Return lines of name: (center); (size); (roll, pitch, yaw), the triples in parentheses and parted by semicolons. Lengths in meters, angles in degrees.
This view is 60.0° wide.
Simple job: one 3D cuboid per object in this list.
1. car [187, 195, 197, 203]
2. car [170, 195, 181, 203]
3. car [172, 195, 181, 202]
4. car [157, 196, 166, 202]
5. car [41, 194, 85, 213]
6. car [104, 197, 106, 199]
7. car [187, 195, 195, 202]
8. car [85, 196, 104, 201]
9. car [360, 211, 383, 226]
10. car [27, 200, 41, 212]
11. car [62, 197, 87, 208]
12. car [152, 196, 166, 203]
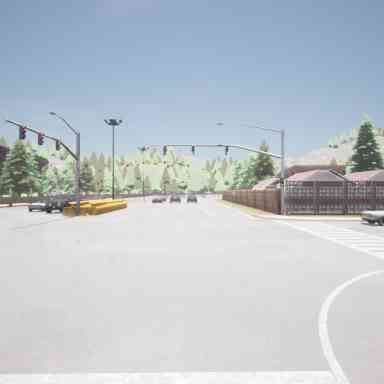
car: (-0.001, 1.352, 69.678); (2.097, 1.767, 4.553); (0, 0, 0)
car: (-3.514, 1.354, 69.946); (2.097, 1.767, 4.553); (0, 0, 0)
car: (-3.615, 1.480, 79.893); (1.882, 1.535, 5.008); (0, 0, 1)
car: (-7.113, 1.598, 77.923); (1.895, 1.301, 4.718); (0, 0, 0)
car: (-14.144, 1.226, 36.810); (2.150, 2.045, 5.566); (0, 0, 0)
car: (-17.630, 1.498, 62.980); (2.128, 1.511, 4.902); (0, 0, 1)
car: (-0.115, 1.501, 79.797); (1.837, 1.490, 4.892); (0, 0, 1)
car: (-14.167, 1.531, 46.326); (1.812, 1.442, 4.674); (0, 0, 0)
car: (14.084, 1.597, 22.499); (4.718, 1.301, 1.895); (0, 0, 2)
car: (-17.657, 1.607, 39.645); (1.895, 1.301, 4.718); (0, 0, 0)
car: (-17.669, 1.553, 50.303); (2.033, 1.411, 5.357); (0, 0, 0)
car: (-6.999, 1.604, 67.930); (1.895, 1.301, 4.718); (0, 0, 0)
